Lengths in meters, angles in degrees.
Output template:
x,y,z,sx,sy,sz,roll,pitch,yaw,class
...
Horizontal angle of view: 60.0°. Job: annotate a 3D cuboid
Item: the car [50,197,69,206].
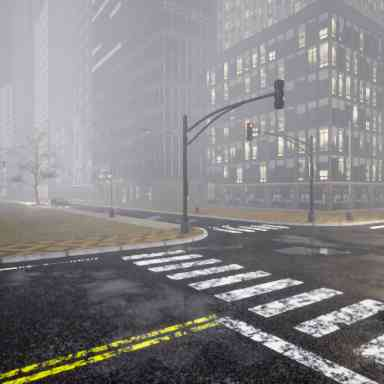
x,y,z,sx,sy,sz,roll,pitch,yaw,class
-21.668,1.553,54.255,2.033,1.411,5.357,0,0,-35,car
